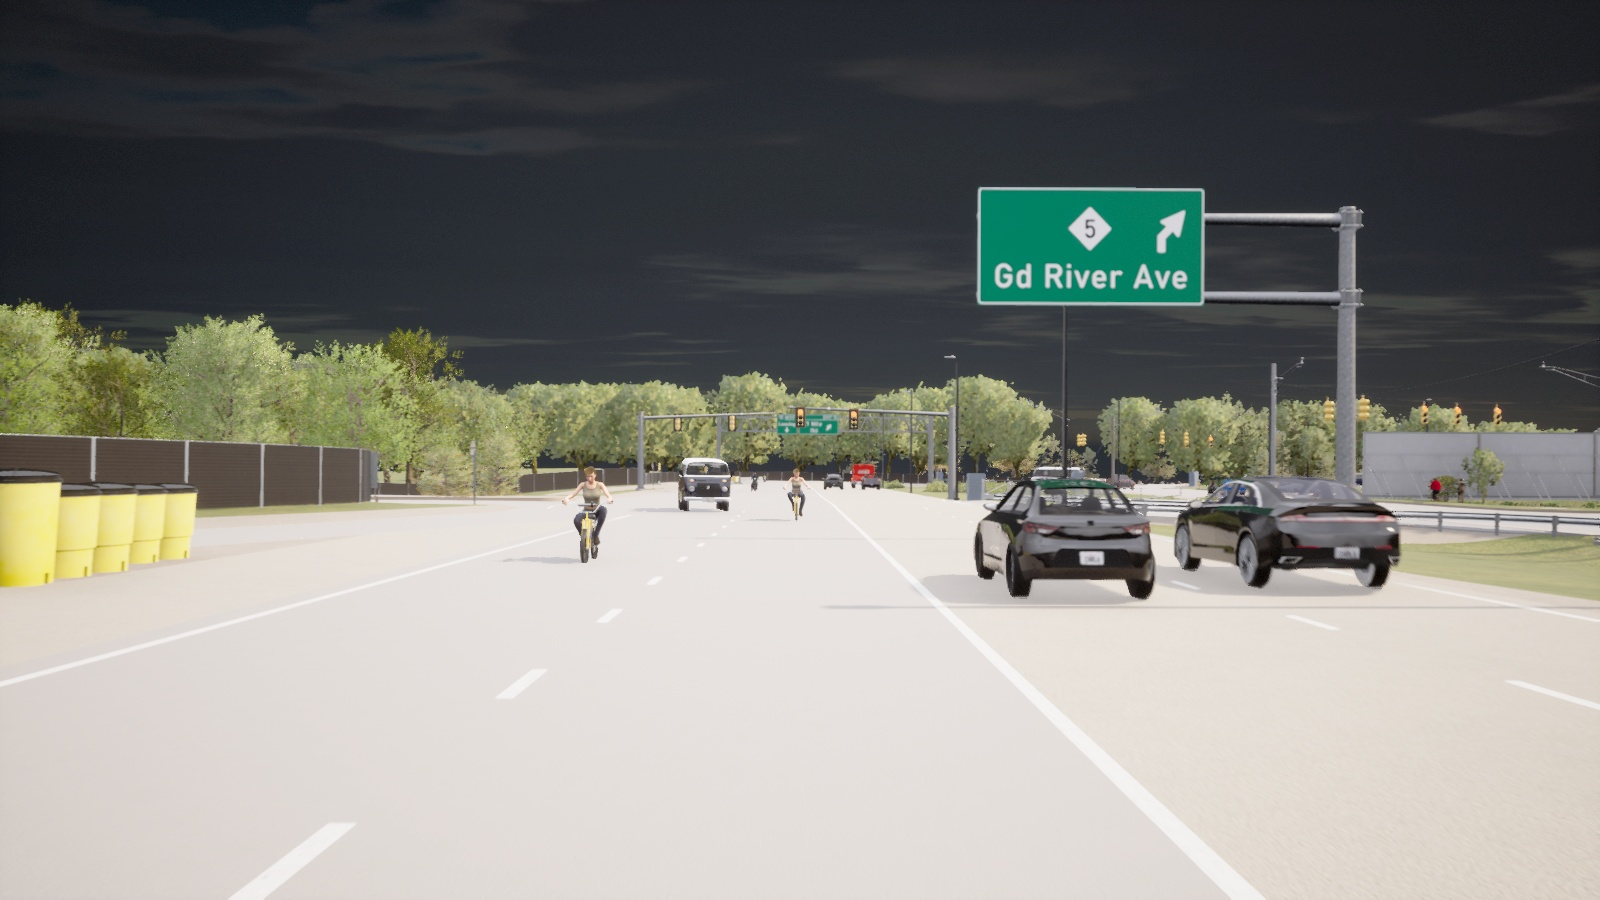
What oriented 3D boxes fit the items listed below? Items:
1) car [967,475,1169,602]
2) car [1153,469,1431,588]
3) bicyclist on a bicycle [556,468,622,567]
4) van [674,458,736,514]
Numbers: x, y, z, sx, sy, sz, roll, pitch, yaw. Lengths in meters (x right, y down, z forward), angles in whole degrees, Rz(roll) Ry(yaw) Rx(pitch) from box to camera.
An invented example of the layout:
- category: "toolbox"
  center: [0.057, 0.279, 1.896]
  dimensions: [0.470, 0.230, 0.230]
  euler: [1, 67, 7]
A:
- category: "car"
  center: [3.460, 1.090, 16.980]
  dimensions: [1.816, 1.474, 4.193]
  euler: [0, -1, 0]
- category: "car"
  center: [6.957, 1.042, 18.441]
  dimensions: [2.128, 1.511, 4.902]
  euler: [0, -1, 0]
- category: "bicyclist on a bicycle"
  center: [-3.550, 1.110, 21.239]
  dimensions: [0.866, 1.612, 1.509]
  euler: [0, -1, 0]
- category: "van"
  center: [-3.687, 1.336, 48.053]
  dimensions: [2.069, 2.038, 4.480]
  euler: [0, -1, -8]
